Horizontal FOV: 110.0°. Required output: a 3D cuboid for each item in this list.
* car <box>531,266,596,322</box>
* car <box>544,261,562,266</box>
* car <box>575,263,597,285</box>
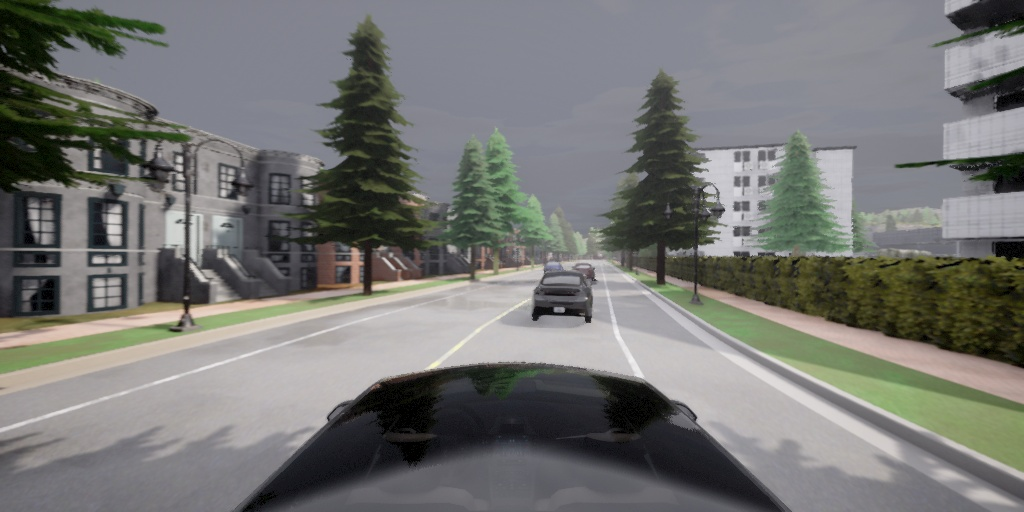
[{"bbox_3d":[1.832,1.272,12.444,1.837,1.490,4.892,0,0,12],"label":"car"},{"bbox_3d":[4.710,1.317,40.585,1.812,1.442,4.674,1,0,14],"label":"car"},{"bbox_3d":[5.981,1.330,30.140,1.812,1.442,4.674,1,0,14],"label":"car"}]
